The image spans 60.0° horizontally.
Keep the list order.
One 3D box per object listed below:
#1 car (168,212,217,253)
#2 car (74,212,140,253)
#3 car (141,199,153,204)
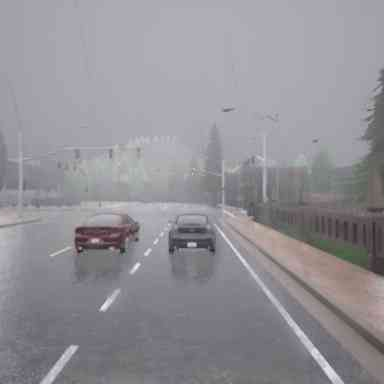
[{"bbox_3d":[0.010,1.643,14.297,1.837,1.490,4.892,0,0,0],"label":"car"},{"bbox_3d":[-3.488,1.615,14.468,1.882,1.535,5.008,0,0,0],"label":"car"},{"bbox_3d":[-11.800,2.416,87.296,1.895,1.301,4.718,0,-1,-28],"label":"car"}]
